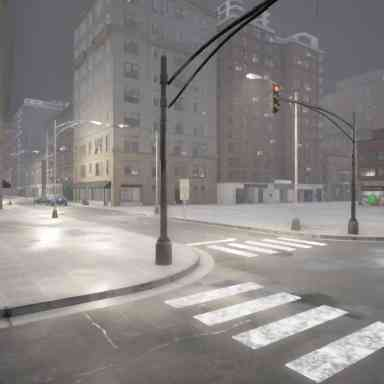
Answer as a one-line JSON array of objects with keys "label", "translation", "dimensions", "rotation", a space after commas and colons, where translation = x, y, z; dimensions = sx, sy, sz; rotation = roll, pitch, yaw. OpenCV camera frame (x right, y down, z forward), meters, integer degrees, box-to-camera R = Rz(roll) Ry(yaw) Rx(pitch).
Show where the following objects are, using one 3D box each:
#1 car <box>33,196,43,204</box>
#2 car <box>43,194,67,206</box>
[{"label": "car", "translation": [-25.456, 1.287, 56.294], "dimensions": [1.994, 1.385, 4.181], "rotation": [0, 0, -36]}, {"label": "car", "translation": [-19.661, 1.119, 48.181], "dimensions": [2.097, 1.767, 4.553], "rotation": [0, 0, -36]}]
